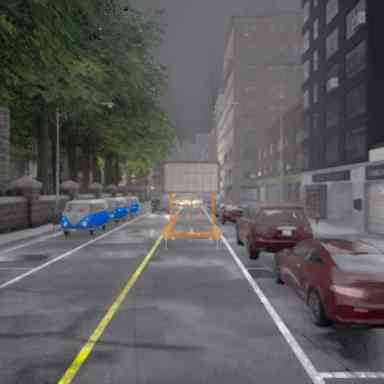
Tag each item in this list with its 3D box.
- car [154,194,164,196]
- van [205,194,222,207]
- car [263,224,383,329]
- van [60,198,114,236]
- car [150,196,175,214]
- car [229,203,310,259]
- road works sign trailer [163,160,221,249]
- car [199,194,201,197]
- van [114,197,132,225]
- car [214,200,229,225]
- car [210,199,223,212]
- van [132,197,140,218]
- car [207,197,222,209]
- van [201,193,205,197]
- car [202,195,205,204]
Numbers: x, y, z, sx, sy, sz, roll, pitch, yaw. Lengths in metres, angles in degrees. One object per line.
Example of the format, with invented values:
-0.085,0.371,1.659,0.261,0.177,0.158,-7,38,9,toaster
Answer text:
-5.696,1.202,57.626,2.192,1.841,5.009,0,0,0,car
2.836,1.273,40.688,1.690,1.788,3.998,0,0,0,van
2.851,1.575,6.726,1.802,1.307,4.206,0,0,0,car
-5.679,1.318,18.020,1.690,1.788,3.998,0,0,0,van
-3.109,1.451,34.421,1.837,1.490,4.892,0,0,0,car
2.848,1.301,12.386,2.192,1.841,5.009,0,0,0,car
-0.007,0.447,14.338,2.380,3.560,2.880,0,0,0,road works sign trailer
2.827,1.437,63.331,1.947,1.339,4.313,0,0,0,car
-5.682,1.308,23.678,1.690,1.788,3.998,0,0,0,van
2.844,1.512,23.708,1.887,1.381,4.507,0,0,0,car
2.842,1.539,29.368,1.802,1.307,4.206,0,0,0,car
-5.684,1.297,29.336,1.690,1.788,3.998,0,0,0,van
2.839,1.527,35.029,1.802,1.307,4.206,0,0,0,car
2.829,1.229,57.670,1.690,1.788,3.998,0,0,0,van
2.834,1.463,46.349,1.887,1.381,4.507,0,0,0,car
